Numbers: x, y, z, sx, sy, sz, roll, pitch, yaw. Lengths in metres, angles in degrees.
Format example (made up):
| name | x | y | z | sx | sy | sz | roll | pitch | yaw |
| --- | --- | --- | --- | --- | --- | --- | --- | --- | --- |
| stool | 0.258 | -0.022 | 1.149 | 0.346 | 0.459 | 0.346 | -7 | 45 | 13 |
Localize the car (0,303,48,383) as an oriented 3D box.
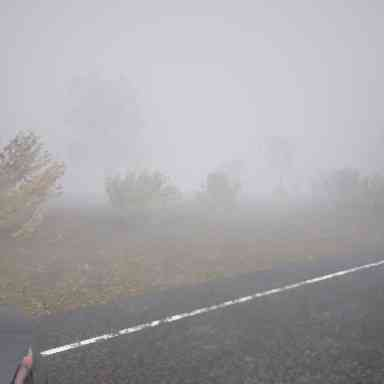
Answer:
| name | x | y | z | sx | sy | sz | roll | pitch | yaw |
| --- | --- | --- | --- | --- | --- | --- | --- | --- | --- |
| car | -3.346 | 1.505 | 1.580 | 4.902 | 1.511 | 2.128 | -1 | 1 | -36 |
